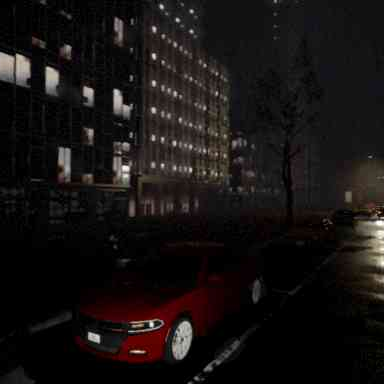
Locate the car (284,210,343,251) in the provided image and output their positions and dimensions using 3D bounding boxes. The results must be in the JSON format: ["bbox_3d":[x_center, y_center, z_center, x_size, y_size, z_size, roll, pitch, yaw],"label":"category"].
[{"bbox_3d":[5.606,1.767,15.436,1.752,1.417,4.829,0,-1,31],"label":"car"}]

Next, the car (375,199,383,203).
[{"bbox_3d":[42.756,2.639,76.272,2.192,1.841,5.009,0,-1,31],"label":"car"}]

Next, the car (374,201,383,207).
[{"bbox_3d":[45.633,2.978,80.981,1.947,1.339,4.313,0,-1,31],"label":"car"}]

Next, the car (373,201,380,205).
[{"bbox_3d":[25.877,2.362,48.630,1.887,1.381,4.507,0,-1,31],"label":"car"}]

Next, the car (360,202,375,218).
[{"bbox_3d":[20.022,2.174,39.043,1.752,1.417,4.829,0,-1,31],"label":"car"}]

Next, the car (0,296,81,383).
[{"bbox_3d":[-2.956,1.558,1.417,2.008,1.369,4.403,0,-1,31],"label":"car"}]

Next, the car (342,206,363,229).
[{"bbox_3d":[11.461,1.988,25.024,1.802,1.307,4.206,0,-1,31],"label":"car"}]

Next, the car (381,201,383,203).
[{"bbox_3d":[29.761,2.457,49.825,1.895,1.301,4.718,0,-1,31],"label":"car"}]

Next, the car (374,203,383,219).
[{"bbox_3d":[21.097,2.208,35.745,1.895,1.301,4.718,0,-1,32],"label":"car"}]

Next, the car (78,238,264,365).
[{"bbox_3d":[-0.073,1.630,6.138,1.887,1.381,4.507,0,-1,31],"label":"car"}]
